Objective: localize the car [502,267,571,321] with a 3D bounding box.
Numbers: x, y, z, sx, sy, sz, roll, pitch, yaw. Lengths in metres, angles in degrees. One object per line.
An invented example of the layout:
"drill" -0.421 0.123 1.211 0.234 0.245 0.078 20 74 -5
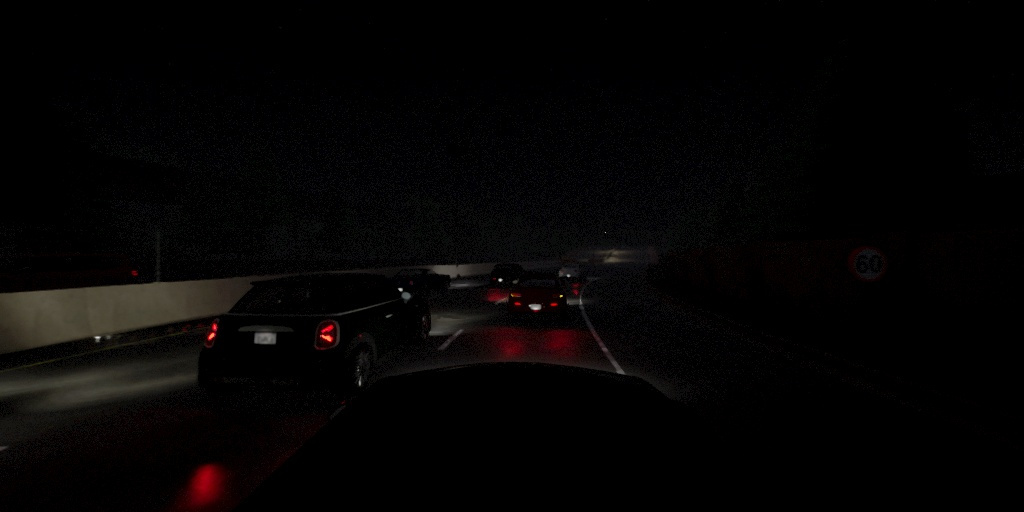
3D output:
"car" 0.961 1.280 12.471 1.812 1.442 4.674 0 0 7

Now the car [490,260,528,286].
"car" -0.114 1.255 24.743 1.837 1.490 4.892 0 0 15

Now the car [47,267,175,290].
"car" -13.205 1.238 13.810 2.033 1.411 5.357 0 0 7

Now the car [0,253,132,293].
"car" -16.831 0.895 12.619 2.150 2.045 5.566 0 0 7

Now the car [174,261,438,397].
"car" -3.079 1.088 6.764 2.097 1.767 4.553 0 0 3

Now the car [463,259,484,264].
"car" -5.532 1.231 52.086 1.837 1.490 4.892 0 0 21

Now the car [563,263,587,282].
"car" 5.087 1.300 29.841 1.812 1.442 4.674 0 0 18

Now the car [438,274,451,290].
"car" -4.969 1.329 19.487 1.895 1.301 4.718 0 0 11
